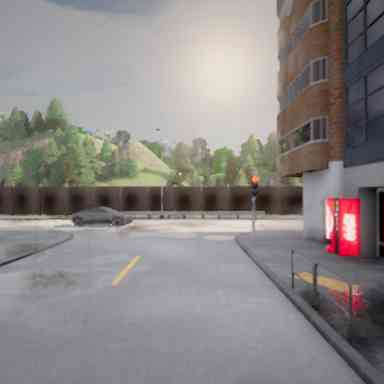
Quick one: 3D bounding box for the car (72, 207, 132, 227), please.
[{"bbox_3d":[-6.464,1.765,24.117,4.181,1.385,1.994,0,-1,0],"label":"car"}]
